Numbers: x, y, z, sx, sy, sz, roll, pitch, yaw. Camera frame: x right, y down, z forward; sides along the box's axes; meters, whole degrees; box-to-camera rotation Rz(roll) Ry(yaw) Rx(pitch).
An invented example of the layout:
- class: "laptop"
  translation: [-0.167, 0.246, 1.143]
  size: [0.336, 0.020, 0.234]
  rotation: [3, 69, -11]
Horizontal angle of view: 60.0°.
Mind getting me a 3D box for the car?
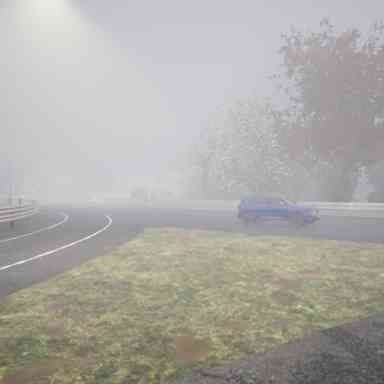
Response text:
- class: "car"
  translation: [5.737, 1.222, 22.653]
  size: [5.566, 2.045, 2.150]
  rotation: [0, 0, 35]
